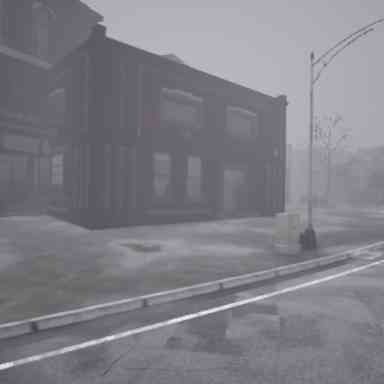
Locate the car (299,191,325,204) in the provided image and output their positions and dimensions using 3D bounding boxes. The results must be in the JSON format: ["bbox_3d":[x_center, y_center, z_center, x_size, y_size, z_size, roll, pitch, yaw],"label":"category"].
[{"bbox_3d":[20.202,0.962,55.198,2.150,2.045,5.566,1,1,-18],"label":"car"}]
